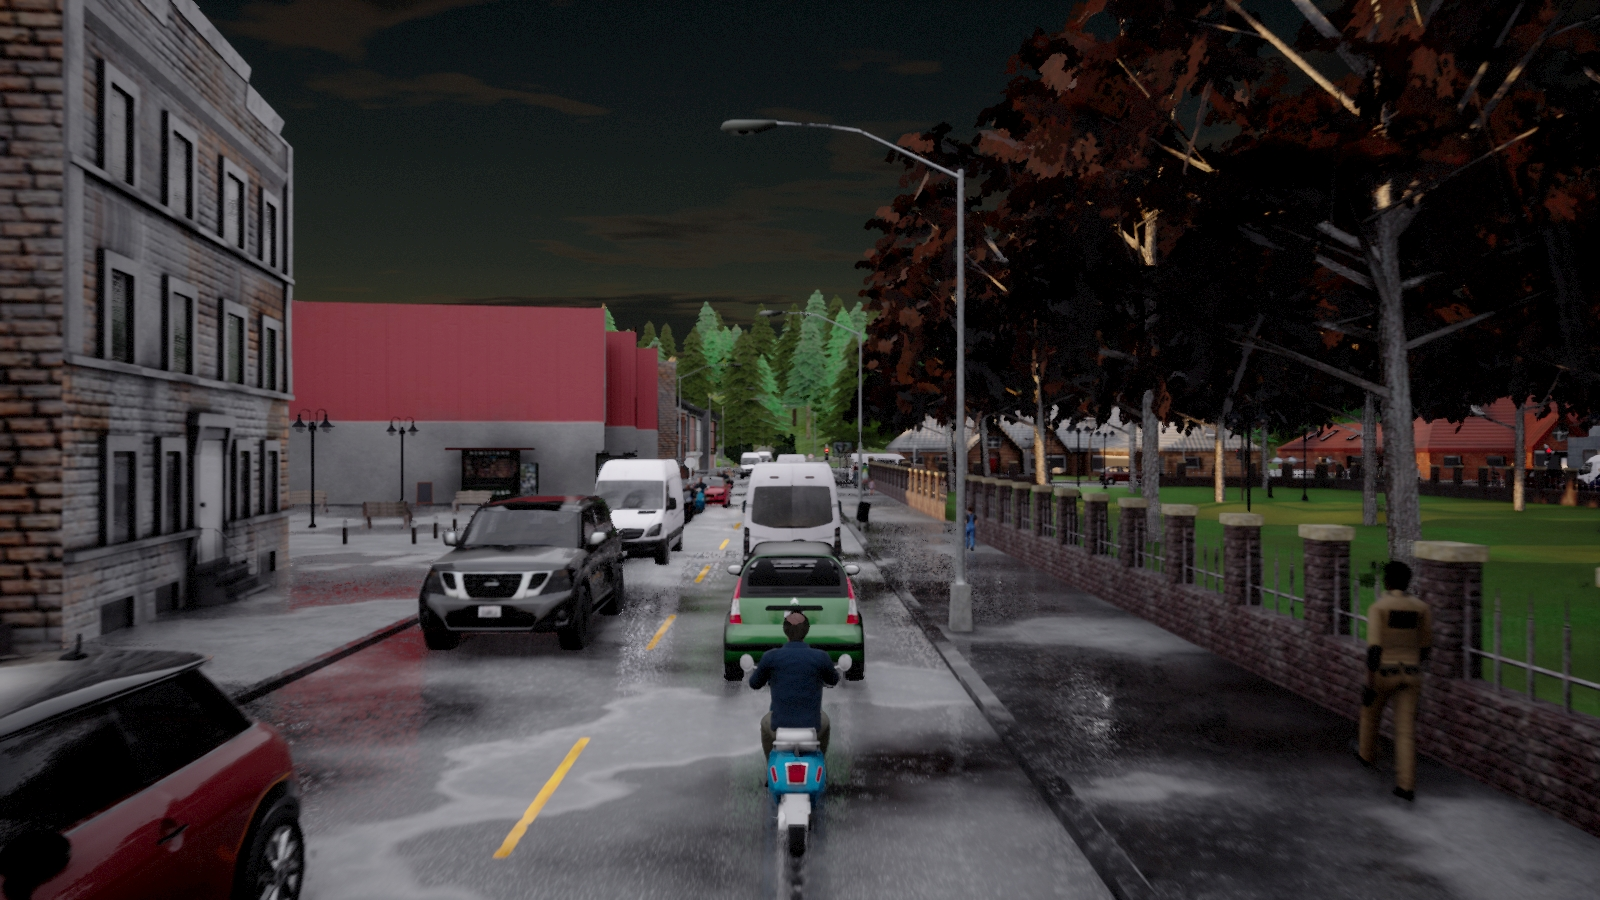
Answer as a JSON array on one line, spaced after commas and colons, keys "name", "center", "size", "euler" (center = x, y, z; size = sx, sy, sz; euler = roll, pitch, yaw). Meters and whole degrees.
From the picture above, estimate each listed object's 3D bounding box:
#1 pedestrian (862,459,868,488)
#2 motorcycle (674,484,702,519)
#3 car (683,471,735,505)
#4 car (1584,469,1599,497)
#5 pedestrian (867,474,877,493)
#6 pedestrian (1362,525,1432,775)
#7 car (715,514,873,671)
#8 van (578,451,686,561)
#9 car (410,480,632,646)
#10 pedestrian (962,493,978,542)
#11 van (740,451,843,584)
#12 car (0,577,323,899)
[{"name": "pedestrian", "center": [4.239, 1.528, 75.004], "size": [0.375, 1.860, 0.375], "euler": [0, 0, 0]}, {"name": "motorcycle", "center": [-4.333, 1.988, 44.302], "size": [0.867, 1.251, 2.209], "euler": [0, 0, 0]}, {"name": "car", "center": [-4.427, 1.845, 56.454], "size": [2.231, 1.480, 4.892], "euler": [0, 0, 0]}, {"name": "car", "center": [44.963, 1.821, 62.379], "size": [1.845, 1.501, 3.633], "euler": [0, 0, 1]}, {"name": "pedestrian", "center": [4.121, 1.909, 65.412], "size": [0.500, 1.100, 0.500], "euler": [0, 0, -5]}, {"name": "pedestrian", "center": [4.622, 1.526, 8.858], "size": [0.375, 1.860, 0.375], "euler": [0, 0, 8]}, {"name": "car", "center": [-0.089, 1.780, 15.386], "size": [1.851, 1.617, 3.988], "euler": [0, 0, -1]}, {"name": "van", "center": [-4.226, 1.316, 29.716], "size": [1.988, 2.561, 5.915], "euler": [0, 0, 0]}, {"name": "car", "center": [-4.083, 1.562, 17.833], "size": [2.150, 2.045, 5.566], "euler": [0, 0, -1]}, {"name": "pedestrian", "center": [4.578, 1.807, 30.693], "size": [0.375, 1.300, 0.375], "euler": [0, 0, 0]}, {"name": "van", "center": [-0.187, 1.316, 25.077], "size": [1.988, 2.561, 5.915], "euler": [0, 0, 0]}, {"name": "car", "center": [-4.028, 1.685, 4.901], "size": [2.097, 1.767, 4.553], "euler": [0, 0, 0]}]
